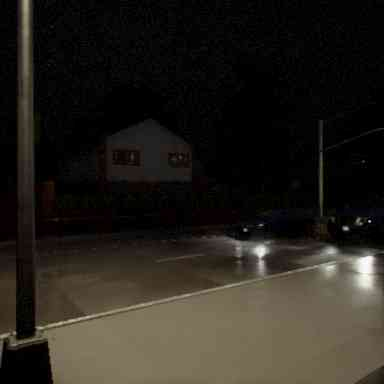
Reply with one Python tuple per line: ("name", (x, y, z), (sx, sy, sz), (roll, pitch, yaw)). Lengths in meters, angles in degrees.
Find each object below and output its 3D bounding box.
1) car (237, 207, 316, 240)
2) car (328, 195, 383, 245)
("car", (4.402, 1.498, 16.882), (4.674, 1.442, 1.812), (0, 0, -35))
("car", (8.747, 1.190, 15.643), (5.566, 2.045, 2.150), (0, 0, -35))
